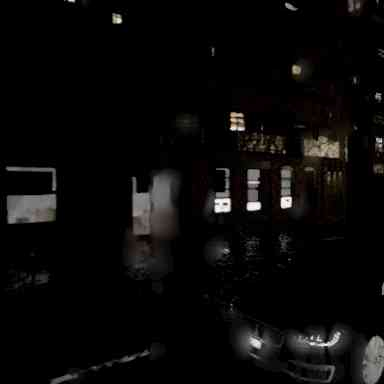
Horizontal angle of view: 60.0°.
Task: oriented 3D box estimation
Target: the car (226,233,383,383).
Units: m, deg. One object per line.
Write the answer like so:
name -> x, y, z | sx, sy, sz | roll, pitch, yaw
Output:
car -> 2.710, 1.487, 5.301 | 4.892, 1.490, 1.837 | -1, 0, -36
